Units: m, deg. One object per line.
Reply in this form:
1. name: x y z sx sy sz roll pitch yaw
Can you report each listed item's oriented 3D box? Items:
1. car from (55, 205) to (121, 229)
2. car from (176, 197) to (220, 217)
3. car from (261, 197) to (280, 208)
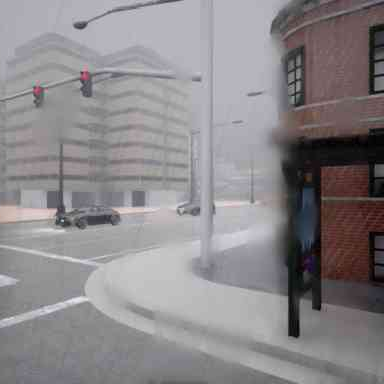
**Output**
1. car: -6.677 1.564 21.721 1.994 1.385 4.181 0 0 35
2. car: 0.470 1.492 31.817 2.128 1.511 4.902 0 0 35
3. car: 11.408 1.477 47.170 1.882 1.535 5.008 0 0 36
